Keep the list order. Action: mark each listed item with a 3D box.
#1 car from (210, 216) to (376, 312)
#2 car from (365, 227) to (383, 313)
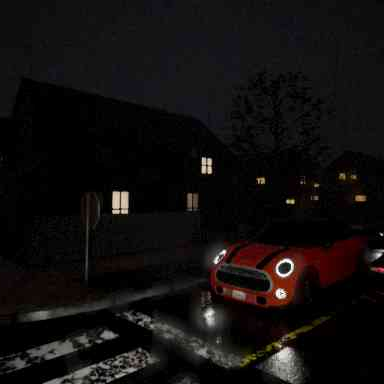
[{"bbox_3d":[2.515,1.441,8.095,4.553,1.767,2.097,1,-1,-45],"label":"car"},{"bbox_3d":[5.234,1.567,6.822,4.902,1.511,2.128,1,-1,-43],"label":"car"}]
